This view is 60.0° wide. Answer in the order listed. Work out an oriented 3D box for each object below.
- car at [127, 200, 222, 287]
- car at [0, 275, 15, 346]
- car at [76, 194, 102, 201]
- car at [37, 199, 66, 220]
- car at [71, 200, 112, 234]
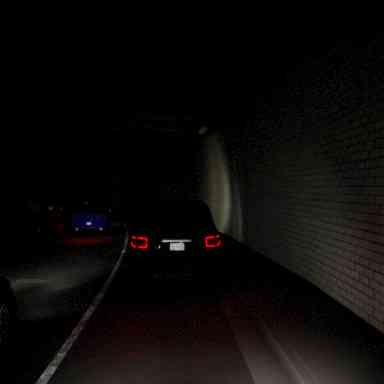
[{"bbox_3d":[-0.589,1.220,9.522,2.150,2.045,5.566,0,0,-6],"label":"car"},{"bbox_3d":[-3.591,1.492,3.209,2.128,1.511,4.902,0,0,-2],"label":"car"},{"bbox_3d":[-10.672,1.222,34.591,2.150,2.045,5.566,0,0,-25],"label":"car"},{"bbox_3d":[-11.928,1.351,28.440,2.097,1.767,4.553,0,0,-19],"label":"car"},{"bbox_3d":[-5.796,1.477,19.464,1.882,1.535,5.008,0,0,-12],"label":"car"}]
